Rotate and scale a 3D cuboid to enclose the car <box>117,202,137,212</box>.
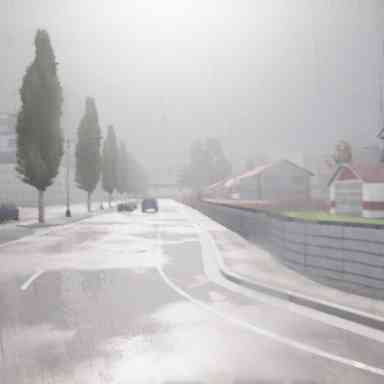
[{"bbox_3d":[-9.719,2.166,48.863,1.994,1.385,4.181,0,-1,-4],"label":"car"}]

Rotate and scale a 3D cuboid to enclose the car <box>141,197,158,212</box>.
[{"bbox_3d":[-6.181,1.815,48.650,2.150,2.045,5.566,0,-1,-4],"label":"car"}]

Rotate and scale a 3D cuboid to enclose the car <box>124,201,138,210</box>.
[{"bbox_3d":[-10.562,2.313,57.857,1.895,1.301,4.718,0,-1,-5],"label":"car"}]

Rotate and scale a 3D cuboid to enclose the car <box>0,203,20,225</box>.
[{"bbox_3d":[-16.052,1.697,27.366,2.097,1.767,4.553,0,-1,-5],"label":"car"}]
